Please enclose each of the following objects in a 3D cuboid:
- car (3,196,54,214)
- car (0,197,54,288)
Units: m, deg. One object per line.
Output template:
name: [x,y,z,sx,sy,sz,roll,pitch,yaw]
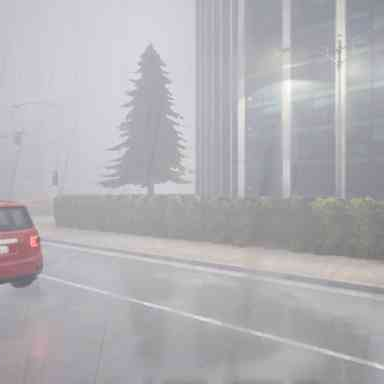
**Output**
car: [-17.749,1.341,36.376,2.097,1.767,4.553,0,0,36]
car: [-5.811,1.219,8.081,5.566,2.045,2.150,0,0,38]
